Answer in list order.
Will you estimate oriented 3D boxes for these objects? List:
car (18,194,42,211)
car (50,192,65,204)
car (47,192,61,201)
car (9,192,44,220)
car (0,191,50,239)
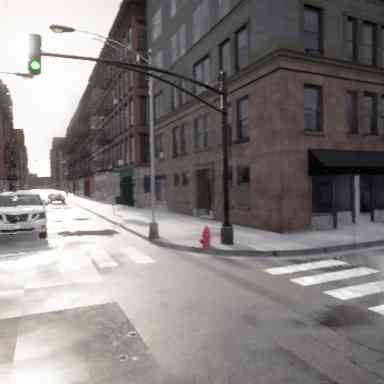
[{"bbox_3d":[-16.616,1.026,34.349,2.033,1.411,5.357,-1,1,-24],"label":"car"},{"bbox_3d":[-18.095,0.813,44.601,2.033,1.411,5.357,-2,1,-25],"label":"car"},{"bbox_3d":[-22.419,0.716,54.032,1.895,1.301,4.718,-2,1,-25],"label":"car"},{"bbox_3d":[-12.326,0.977,25.003,2.097,1.767,4.553,-2,1,-25],"label":"car"},{"bbox_3d":[-8.048,0.991,15.671,2.150,2.045,5.566,-2,1,-25],"label":"car"}]
